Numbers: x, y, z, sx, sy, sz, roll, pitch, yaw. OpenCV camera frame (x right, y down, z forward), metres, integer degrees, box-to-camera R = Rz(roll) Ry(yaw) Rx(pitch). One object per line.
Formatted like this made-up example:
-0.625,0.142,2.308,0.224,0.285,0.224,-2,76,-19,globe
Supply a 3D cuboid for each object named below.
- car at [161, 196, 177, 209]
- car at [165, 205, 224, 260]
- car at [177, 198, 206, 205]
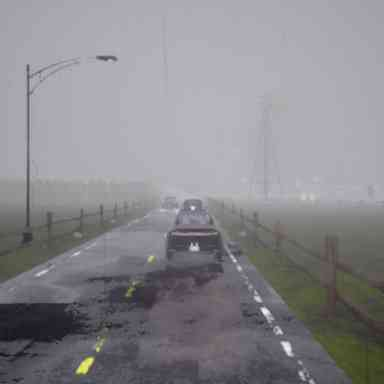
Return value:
-2.837,1.261,43.801,2.097,1.767,4.553,0,0,0,car
0.083,1.463,12.281,2.128,1.511,4.902,0,0,0,car
0.084,1.291,28.057,2.097,1.767,4.553,0,0,0,car
